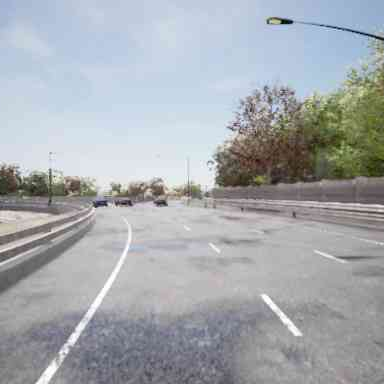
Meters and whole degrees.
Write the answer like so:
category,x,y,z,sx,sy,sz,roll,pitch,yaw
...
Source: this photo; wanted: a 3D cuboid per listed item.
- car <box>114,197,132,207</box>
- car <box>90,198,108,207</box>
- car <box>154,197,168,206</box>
category,x,y,z,sx,sy,sz,roll,pitch,yaw
car,-11.392,1.645,54.909,1.837,1.490,4.892,0,0,-30
car,-15.408,1.662,54.779,1.882,1.535,5.008,-1,0,-31
car,-5.223,1.573,55.383,1.837,1.490,4.892,-1,0,-12
